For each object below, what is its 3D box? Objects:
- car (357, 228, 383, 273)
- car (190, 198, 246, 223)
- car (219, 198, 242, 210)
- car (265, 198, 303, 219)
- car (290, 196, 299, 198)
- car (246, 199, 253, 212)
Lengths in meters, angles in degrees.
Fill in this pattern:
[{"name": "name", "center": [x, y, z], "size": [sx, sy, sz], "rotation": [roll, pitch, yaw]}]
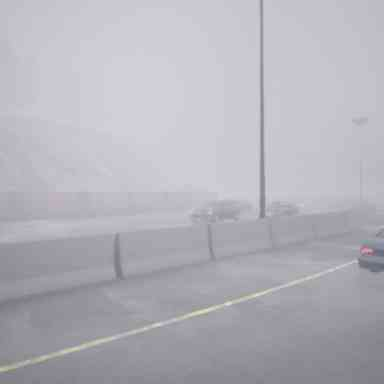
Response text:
[{"name": "car", "center": [6.632, 1.537, 9.720], "size": [5.357, 1.411, 2.033], "rotation": [0, 0, -44]}, {"name": "car", "center": [1.883, 1.396, 25.584], "size": [2.097, 1.767, 4.553], "rotation": [0, 0, 38]}, {"name": "car", "center": [5.217, 1.573, 44.562], "size": [1.837, 1.490, 4.892], "rotation": [0, 0, 22]}, {"name": "car", "center": [7.160, 1.513, 26.706], "size": [2.128, 1.511, 4.902], "rotation": [0, 0, 35]}, {"name": "car", "center": [20.318, 1.537, 65.891], "size": [2.033, 1.411, 5.357], "rotation": [0, 0, 2]}, {"name": "car", "center": [5.251, 1.542, 36.663], "size": [2.128, 1.511, 4.902], "rotation": [0, 0, 28]}]
